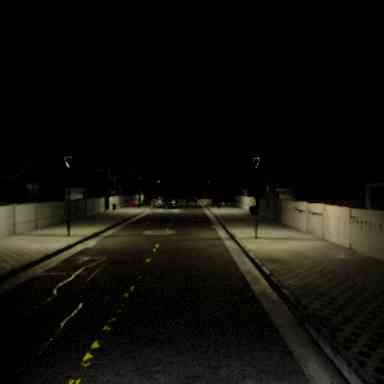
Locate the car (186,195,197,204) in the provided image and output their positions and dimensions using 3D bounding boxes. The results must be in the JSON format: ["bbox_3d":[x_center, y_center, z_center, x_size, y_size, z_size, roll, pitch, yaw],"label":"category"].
[{"bbox_3d":[-0.043,1.232,55.558,2.033,1.411,5.357,0,0,0],"label":"car"}]

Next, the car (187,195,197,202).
[{"bbox_3d":[-0.052,1.279,66.009,1.895,1.301,4.718,0,0,0],"label":"car"}]

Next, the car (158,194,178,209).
[{"bbox_3d":[-2.809,1.077,39.300,2.097,1.767,4.553,0,0,0],"label":"car"}]
